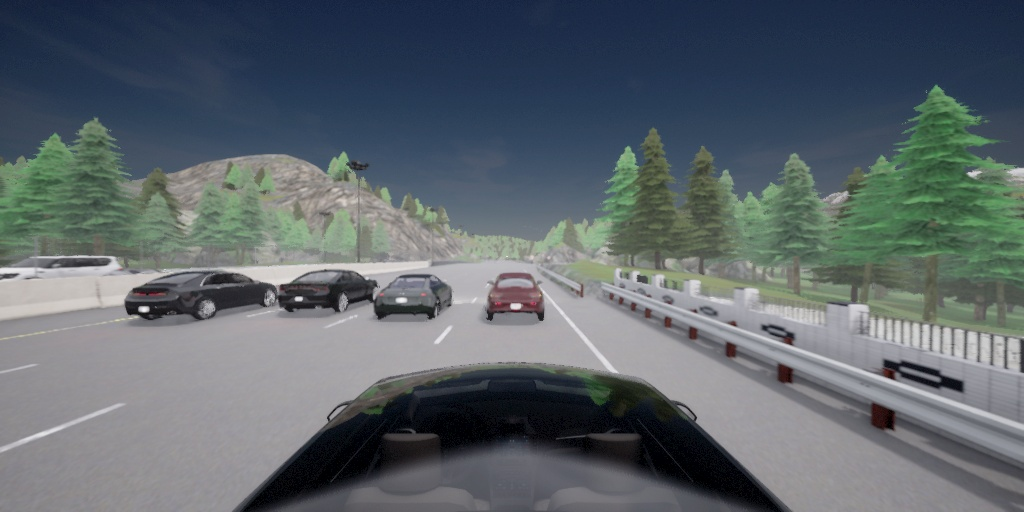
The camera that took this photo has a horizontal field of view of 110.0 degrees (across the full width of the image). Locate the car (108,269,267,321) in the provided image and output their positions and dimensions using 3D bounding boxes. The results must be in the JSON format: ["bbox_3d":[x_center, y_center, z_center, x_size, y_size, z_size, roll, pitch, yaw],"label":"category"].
[{"bbox_3d":[-10.378,1.261,12.539,1.837,1.490,4.892,0,0,0],"label":"car"}]

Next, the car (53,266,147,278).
[{"bbox_3d":[-20.989,1.361,19.601,1.895,1.301,4.718,0,0,1],"label":"car"}]

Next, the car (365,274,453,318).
[{"bbox_3d":[-3.376,1.327,12.979,1.994,1.385,4.181,0,0,0],"label":"car"}]

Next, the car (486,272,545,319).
[{"bbox_3d":[0.109,1.291,12.663,1.812,1.442,4.674,0,0,0],"label":"car"}]

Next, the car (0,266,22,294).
[{"bbox_3d":[-28.017,1.256,17.374,1.837,1.490,4.892,0,-1,1],"label":"car"}]

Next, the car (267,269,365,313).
[{"bbox_3d":[-6.874,1.239,14.048,1.882,1.535,5.008,0,0,0],"label":"car"}]

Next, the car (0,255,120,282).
[{"bbox_3d":[-24.493,0.979,19.232,2.150,2.045,5.566,0,0,1],"label":"car"}]
